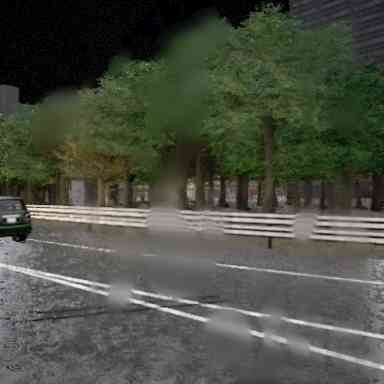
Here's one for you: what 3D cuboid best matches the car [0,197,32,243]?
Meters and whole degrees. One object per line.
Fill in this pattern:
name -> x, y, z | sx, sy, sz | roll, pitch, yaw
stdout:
car -> -9.426, 1.229, 14.915 | 5.566, 2.045, 2.150 | 0, 0, 35
